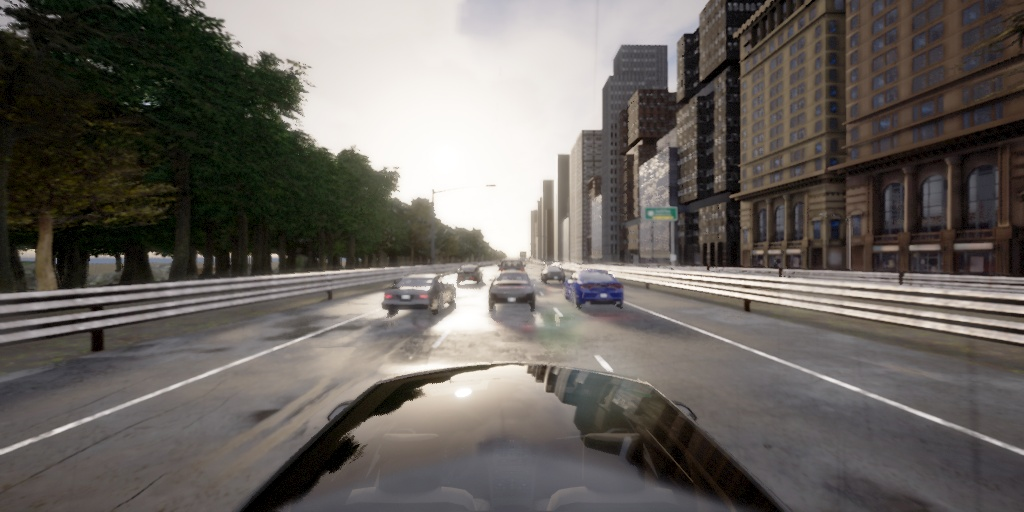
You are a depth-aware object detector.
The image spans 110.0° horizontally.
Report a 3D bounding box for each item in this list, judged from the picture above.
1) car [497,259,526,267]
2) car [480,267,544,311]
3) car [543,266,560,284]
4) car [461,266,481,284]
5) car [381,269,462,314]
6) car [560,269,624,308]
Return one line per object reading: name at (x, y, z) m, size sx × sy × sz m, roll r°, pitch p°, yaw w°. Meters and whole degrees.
car at (-0.012, 1.269, 29.448) m, size 2.150 × 2.045 × 5.566 m, roll 0°, pitch 0°, yaw 0°
car at (0.009, 1.382, 15.355) m, size 2.128 × 1.511 × 4.902 m, roll 0°, pitch 0°, yaw 0°
car at (3.502, 1.584, 30.753) m, size 1.812 × 1.442 × 4.674 m, roll 0°, pitch 0°, yaw 1°
car at (-3.502, 1.561, 30.351) m, size 1.837 × 1.490 × 4.892 m, roll 0°, pitch 0°, yaw 0°
car at (-3.501, 1.426, 14.356) m, size 2.033 × 1.411 × 5.357 m, roll 0°, pitch -1°, yaw 0°
car at (3.518, 1.375, 16.108) m, size 1.882 × 1.535 × 5.008 m, roll 0°, pitch 0°, yaw 1°
